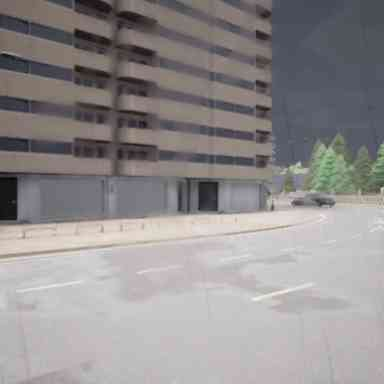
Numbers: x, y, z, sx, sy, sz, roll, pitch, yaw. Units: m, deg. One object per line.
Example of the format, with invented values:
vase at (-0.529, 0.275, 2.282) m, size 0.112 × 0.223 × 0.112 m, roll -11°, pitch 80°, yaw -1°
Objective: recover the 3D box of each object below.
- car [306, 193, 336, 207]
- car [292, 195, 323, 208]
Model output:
car at (19.083, 1.204, 49.892) m, size 2.150 × 2.045 × 5.566 m, roll 0°, pitch 0°, yaw -13°
car at (16.013, 1.488, 47.195) m, size 1.837 × 1.490 × 4.892 m, roll 1°, pitch -1°, yaw -10°
